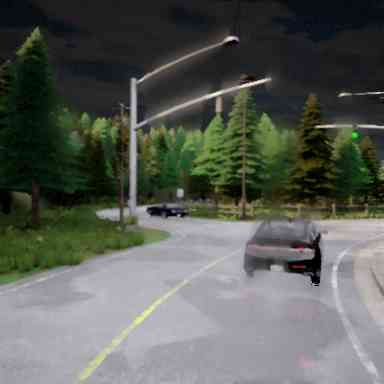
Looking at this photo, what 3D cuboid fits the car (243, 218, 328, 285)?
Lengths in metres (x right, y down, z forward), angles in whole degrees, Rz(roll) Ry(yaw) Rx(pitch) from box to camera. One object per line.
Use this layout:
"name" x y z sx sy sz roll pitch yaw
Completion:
"car" 2.844 1.521 9.771 2.128 1.511 4.902 0 0 22

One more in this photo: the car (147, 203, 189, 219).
"car" -2.268 1.638 29.545 1.895 1.301 4.718 0 0 -33
